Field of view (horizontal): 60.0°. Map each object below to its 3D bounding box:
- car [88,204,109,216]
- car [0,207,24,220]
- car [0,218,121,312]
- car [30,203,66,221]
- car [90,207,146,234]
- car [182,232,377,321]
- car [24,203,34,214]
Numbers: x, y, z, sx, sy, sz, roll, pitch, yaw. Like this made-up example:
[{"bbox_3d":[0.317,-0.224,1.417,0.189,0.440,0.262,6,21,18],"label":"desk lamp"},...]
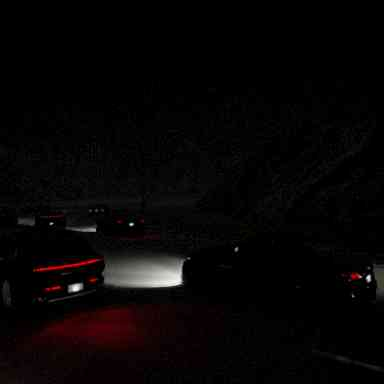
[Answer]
[{"bbox_3d":[-10.003,1.984,36.402,2.033,1.411,5.357,0,-1,-6],"label":"car"},{"bbox_3d":[-14.367,1.860,25.101,2.128,1.511,4.902,0,-1,-21],"label":"car"},{"bbox_3d":[-3.926,1.617,8.104,1.837,1.490,4.892,-1,0,-45],"label":"car"},{"bbox_3d":[-9.842,1.800,23.085,2.128,1.511,4.902,0,-1,-25],"label":"car"},{"bbox_3d":[-4.419,1.795,20.151,1.994,1.385,4.181,0,-1,-32],"label":"car"},{"bbox_3d":[1.768,1.619,7.512,4.181,1.385,1.994,-1,-1,40],"label":"car"},{"bbox_3d":[-20.945,2.178,44.672,1.994,1.385,4.181,-1,-1,8],"label":"car"}]
